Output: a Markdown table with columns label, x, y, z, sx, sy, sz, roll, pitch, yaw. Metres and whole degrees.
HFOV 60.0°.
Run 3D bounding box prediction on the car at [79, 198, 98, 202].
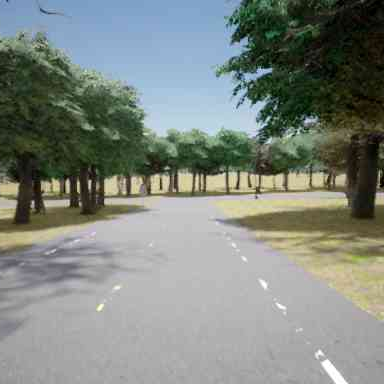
| label | x | y | z | sx | sy | sz | roll | pitch | yaw |
| --- | --- | --- | --- | --- | --- | --- | --- | --- | --- |
| car | -26.131 | 2.052 | 83.937 | 4.718 | 1.301 | 1.895 | -1 | 3 | 0 |
